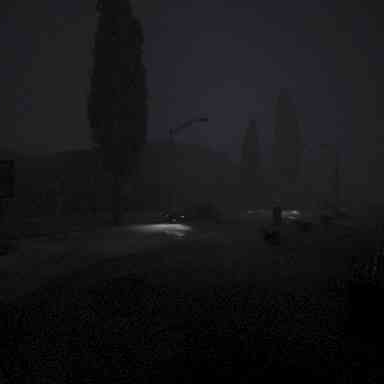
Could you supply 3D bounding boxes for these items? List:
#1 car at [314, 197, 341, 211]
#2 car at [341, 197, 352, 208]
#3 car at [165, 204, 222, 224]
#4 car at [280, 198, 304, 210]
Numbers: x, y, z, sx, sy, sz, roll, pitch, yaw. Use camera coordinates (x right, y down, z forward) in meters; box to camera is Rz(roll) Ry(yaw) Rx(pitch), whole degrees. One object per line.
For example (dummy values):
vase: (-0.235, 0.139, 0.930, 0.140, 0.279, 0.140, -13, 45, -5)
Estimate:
car: (16.749, 1.553, 41.591, 1.837, 1.490, 4.892, 0, 0, 36)
car: (22.731, 1.540, 50.067, 2.128, 1.511, 4.902, 0, 0, 35)
car: (0.276, 1.617, 25.611, 2.033, 1.411, 5.357, 0, 0, 35)
car: (13.169, 1.546, 43.630, 1.882, 1.535, 5.008, 0, -1, 36)
